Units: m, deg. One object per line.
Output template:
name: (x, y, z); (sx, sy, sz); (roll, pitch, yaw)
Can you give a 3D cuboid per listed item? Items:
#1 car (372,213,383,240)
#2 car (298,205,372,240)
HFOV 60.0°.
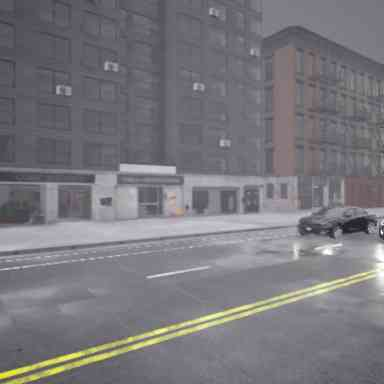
car: (10.528, 1.323, 15.190); (4.553, 1.767, 2.097); (0, 0, -35)
car: (7.488, 1.450, 17.015); (5.008, 1.535, 1.882); (0, 0, -36)
